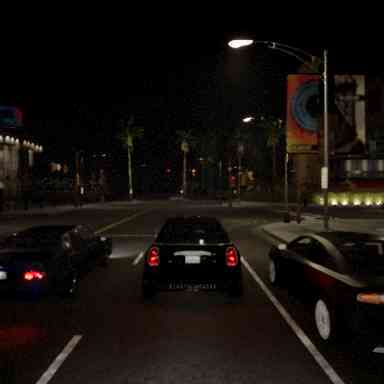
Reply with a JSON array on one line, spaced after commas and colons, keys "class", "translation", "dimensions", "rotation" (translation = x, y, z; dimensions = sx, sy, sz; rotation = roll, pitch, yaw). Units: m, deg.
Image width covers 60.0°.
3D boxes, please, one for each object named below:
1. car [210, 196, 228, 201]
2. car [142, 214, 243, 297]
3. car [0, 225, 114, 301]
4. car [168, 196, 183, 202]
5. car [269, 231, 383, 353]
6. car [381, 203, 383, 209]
[{"class": "car", "translation": [7.136, 1.645, 88.160], "dimensions": [5.357, 1.411, 2.033], "rotation": [0, 0, -40]}, {"class": "car", "translation": [0.015, 1.363, 8.750], "dimensions": [2.097, 1.767, 4.553], "rotation": [0, 0, 0]}, {"class": "car", "translation": [-3.486, 1.558, 8.525], "dimensions": [2.033, 1.411, 5.357], "rotation": [0, 0, 0]}, {"class": "car", "translation": [-3.661, 1.616, 76.077], "dimensions": [1.812, 1.442, 4.674], "rotation": [0, 0, 29]}, {"class": "car", "translation": [2.866, 1.487, 6.417], "dimensions": [2.097, 1.535, 5.008], "rotation": [0, 0, -1]}, {"class": "car", "translation": [25.808, 1.552, 40.811], "dimensions": [4.892, 1.490, 1.837], "rotation": [0, 0, -1]}]
